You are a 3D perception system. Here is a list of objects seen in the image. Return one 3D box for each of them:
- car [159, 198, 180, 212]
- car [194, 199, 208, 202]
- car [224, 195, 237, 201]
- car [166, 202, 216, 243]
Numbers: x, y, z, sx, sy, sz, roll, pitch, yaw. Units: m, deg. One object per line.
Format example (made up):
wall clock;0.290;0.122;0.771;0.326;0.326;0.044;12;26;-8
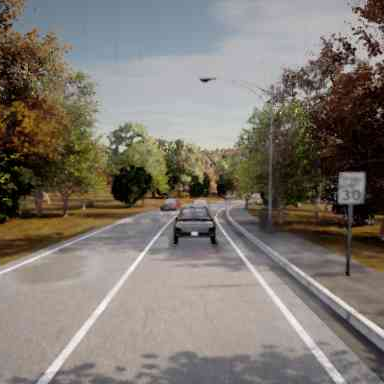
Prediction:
car;-2.304;1.428;37.308;1.812;1.442;4.674;1;0;8
car;0.907;1.469;33.059;1.812;1.442;4.674;0;0;5
car;8.962;1.319;76.608;2.033;1.411;5.357;2;1;24
car;0.118;1.456;15.846;2.128;1.511;4.902;0;0;0
